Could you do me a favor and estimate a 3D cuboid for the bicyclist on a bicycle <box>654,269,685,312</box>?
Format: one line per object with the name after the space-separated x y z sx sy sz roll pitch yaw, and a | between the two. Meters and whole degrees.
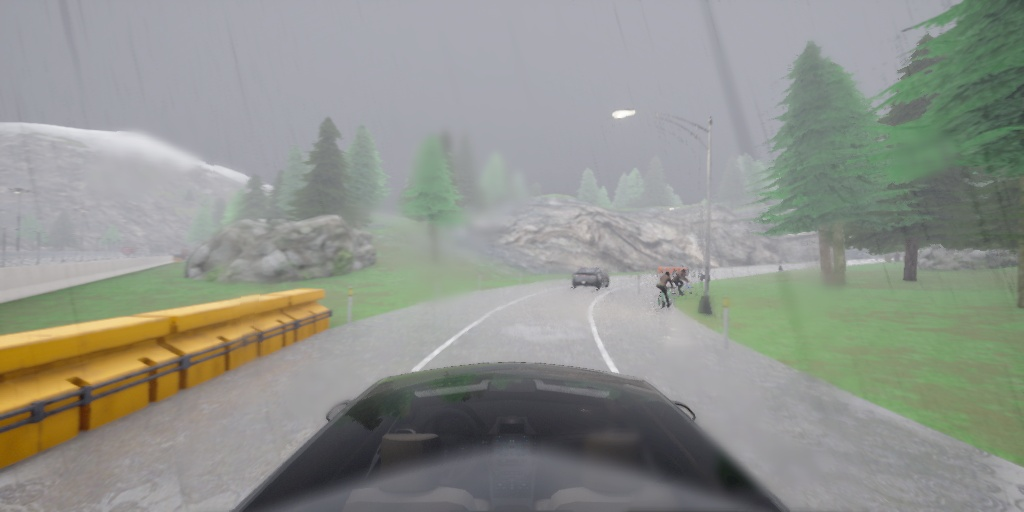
6.261 1.447 14.660 1.656 1.620 0.582 1 0 -38 | bicyclist on a bicycle

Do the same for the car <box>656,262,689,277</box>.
19.318 1.545 43.017 4.553 1.767 2.097 0 1 -39 | car

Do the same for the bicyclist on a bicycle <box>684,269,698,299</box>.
9.047 1.511 19.112 0.582 1.620 1.656 -1 -3 -40 | bicyclist on a bicycle

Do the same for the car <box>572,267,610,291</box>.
5.608 1.547 25.169 2.128 1.511 4.902 1 -1 25 | car
